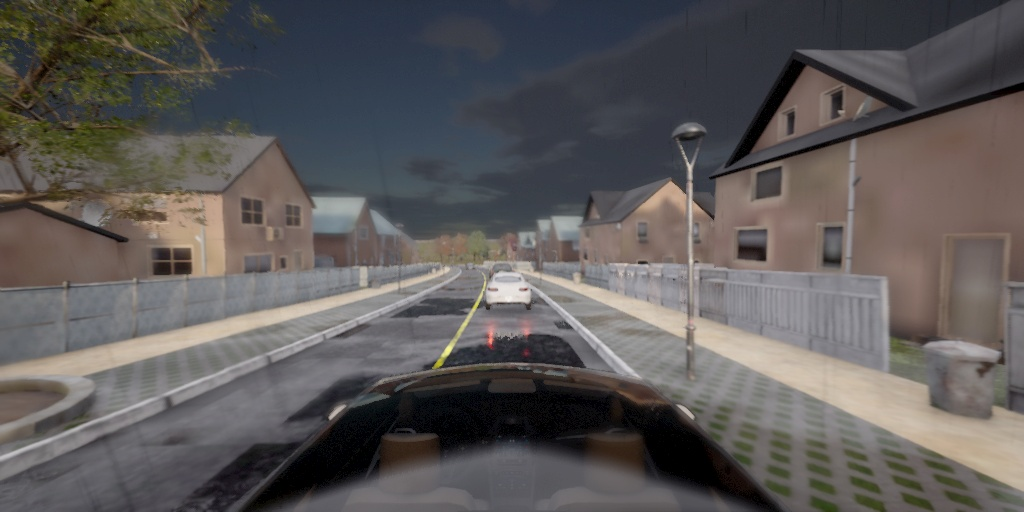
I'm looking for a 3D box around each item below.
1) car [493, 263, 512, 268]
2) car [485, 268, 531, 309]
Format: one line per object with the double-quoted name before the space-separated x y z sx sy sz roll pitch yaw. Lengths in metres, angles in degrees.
"car" -0.878 1.406 30.353 2.097 1.767 4.553 0 -1 -4
"car" -0.182 1.418 15.612 1.812 1.442 4.674 0 0 -2
